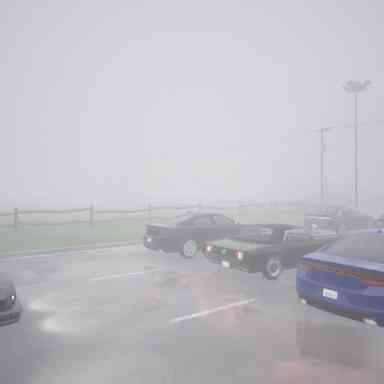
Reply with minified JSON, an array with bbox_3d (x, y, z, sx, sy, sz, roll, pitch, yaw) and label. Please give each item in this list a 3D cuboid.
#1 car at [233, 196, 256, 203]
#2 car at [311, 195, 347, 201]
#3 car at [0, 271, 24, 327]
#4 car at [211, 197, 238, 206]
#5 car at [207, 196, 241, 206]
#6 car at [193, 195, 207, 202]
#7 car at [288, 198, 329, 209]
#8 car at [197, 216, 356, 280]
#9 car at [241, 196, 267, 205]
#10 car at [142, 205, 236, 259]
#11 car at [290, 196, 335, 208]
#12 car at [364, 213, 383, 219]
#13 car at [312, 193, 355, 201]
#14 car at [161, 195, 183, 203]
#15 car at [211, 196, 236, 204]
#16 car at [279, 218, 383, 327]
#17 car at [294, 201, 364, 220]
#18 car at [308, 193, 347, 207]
[{"bbox_3d":[10.702,1.504,67.902,1.837,1.490,4.892,0,0,-36],"label":"car"},{"bbox_3d":[16.443,1.505,42.168,1.837,1.490,4.892,0,0,-37],"label":"car"},{"bbox_3d":[-5.253,1.547,4.296,5.357,1.411,2.033,0,0,-35],"label":"car"},{"bbox_3d":[5.502,1.601,57.085,1.895,1.301,4.718,0,0,-36],"label":"car"},{"bbox_3d":[4.961,1.526,51.906,1.812,1.442,4.674,0,0,-36],"label":"car"},{"bbox_3d":[2.229,1.514,73.556,2.128,1.511,4.902,0,0,-36],"label":"car"},{"bbox_3d":[16.679,1.547,47.733,2.033,1.411,5.357,0,0,-36],"label":"car"},{"bbox_3d":[2.696,1.601,9.980,4.718,1.301,1.895,0,0,-35],"label":"car"},{"bbox_3d":[11.577,1.526,60.660,1.812,1.442,4.674,0,0,-36],"label":"car"},{"bbox_3d":[0.560,1.478,12.755,5.008,1.535,1.882,0,0,-36],"label":"car"},{"bbox_3d":[14.060,1.526,39.538,1.812,1.442,4.674,0,0,-37],"label":"car"},{"bbox_3d":[10.199,1.505,15.364,4.892,1.490,1.837,0,0,-36],"label":"car"},{"bbox_3d":[20.840,1.220,47.995,2.150,2.045,5.566,0,0,-37],"label":"car"},{"bbox_3d":[-4.301,1.563,64.617,1.994,1.385,4.181,0,0,-36],"label":"car"},{"bbox_3d":[5.884,1.493,62.524,2.128,1.511,4.902,0,0,-36],"label":"car"},{"bbox_3d":[4.223,1.478,6.767,5.008,1.535,1.882,0,0,-36],"label":"car"},{"bbox_3d":[8.153,1.491,18.205,4.902,1.511,2.128,0,0,-36],"label":"car"},{"bbox_3d":[21.489,1.222,53.016,2.150,2.045,5.566,0,0,-36],"label":"car"}]
